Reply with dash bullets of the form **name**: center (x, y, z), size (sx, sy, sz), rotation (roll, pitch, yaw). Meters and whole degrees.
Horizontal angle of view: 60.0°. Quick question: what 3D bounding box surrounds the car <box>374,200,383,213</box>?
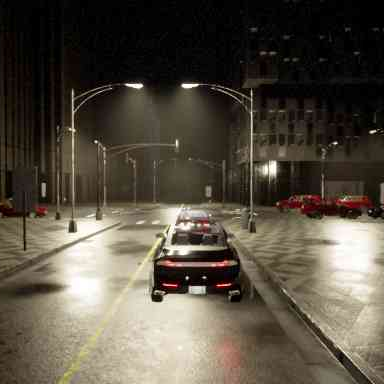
- **car**: center (23.327, 1.633, 37.715), size (4.313, 1.339, 1.947), rotation (0, 1, 0)

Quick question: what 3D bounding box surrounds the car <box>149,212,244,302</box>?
- **car**: center (0.086, 1.490, 8.213), size (2.128, 1.511, 4.902), rotation (0, 0, 0)

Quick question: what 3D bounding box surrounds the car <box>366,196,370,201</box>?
- **car**: center (17.686, 1.353, 37.686), size (5.009, 1.841, 2.192), rotation (0, 1, 0)

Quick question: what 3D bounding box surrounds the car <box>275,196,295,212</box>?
- **car**: center (12.042, 1.325, 37.659), size (5.009, 1.841, 2.192), rotation (0, 1, 0)

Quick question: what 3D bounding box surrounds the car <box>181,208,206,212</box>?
- **car**: center (0.071, 1.550, 17.923), size (2.033, 1.411, 5.357), rotation (0, 0, 0)

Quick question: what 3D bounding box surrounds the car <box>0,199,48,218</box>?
- **car**: center (-14.969, 1.567, 29.009), size (4.507, 1.381, 1.887), rotation (0, 1, 0)

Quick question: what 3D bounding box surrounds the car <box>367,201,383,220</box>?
- **car**: center (17.715, 1.742, 29.165), size (4.313, 1.339, 1.947), rotation (0, 1, 0)

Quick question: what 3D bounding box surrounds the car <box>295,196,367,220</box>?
- **car**: center (12.072, 1.463, 29.135), size (5.009, 1.841, 2.192), rotation (0, 1, 0)
